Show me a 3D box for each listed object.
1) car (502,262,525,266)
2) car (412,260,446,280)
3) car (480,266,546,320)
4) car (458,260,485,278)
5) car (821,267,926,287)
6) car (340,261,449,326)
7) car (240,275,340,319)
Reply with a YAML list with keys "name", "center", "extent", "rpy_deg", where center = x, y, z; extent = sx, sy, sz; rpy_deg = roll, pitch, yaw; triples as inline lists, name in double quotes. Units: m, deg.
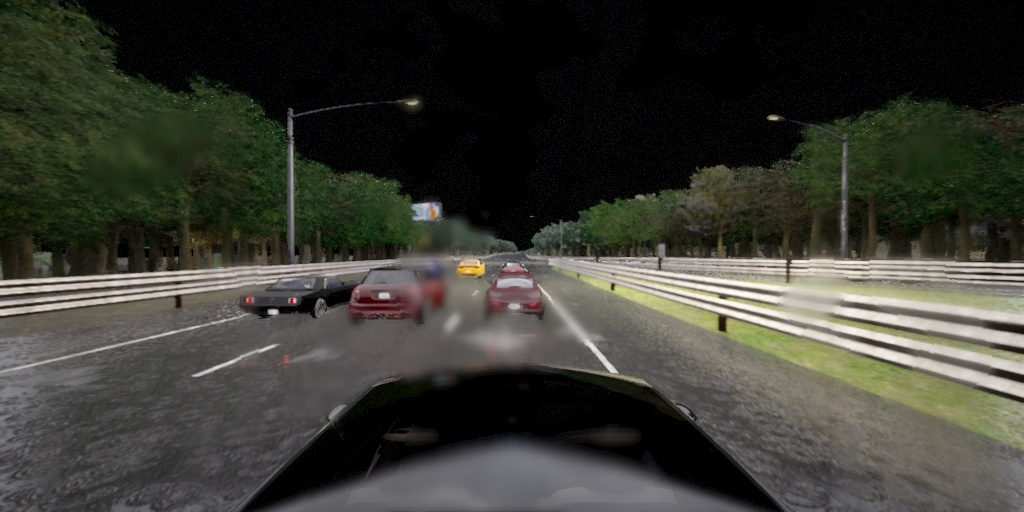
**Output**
- name: "car"
  center: [0.097, 1.146, 29.660]
  extent: [1.994, 1.385, 4.181]
  rpy_deg: [0, 0, 0]
- name: "car"
  center: [-6.889, 1.104, 30.345]
  extent: [1.812, 1.442, 4.674]
  rpy_deg: [0, 0, 0]
- name: "car"
  center: [0.099, 1.238, 12.274]
  extent: [1.812, 1.442, 4.674]
  rpy_deg: [0, 0, 0]
- name: "car"
  center: [-3.402, 1.053, 30.716]
  extent: [1.882, 1.535, 5.008]
  rpy_deg: [0, 0, 0]
- name: "car"
  center: [20.371, 0.916, 20.419]
  extent: [1.994, 1.385, 4.181]
  rpy_deg: [0, 0, -21]
- name: "car"
  center: [-3.401, 1.067, 11.701]
  extent: [2.097, 1.767, 4.553]
  rpy_deg: [0, 0, 0]
- name: "car"
  center: [-6.907, 1.311, 12.590]
  extent: [1.895, 1.301, 4.718]
  rpy_deg: [0, 0, 0]
